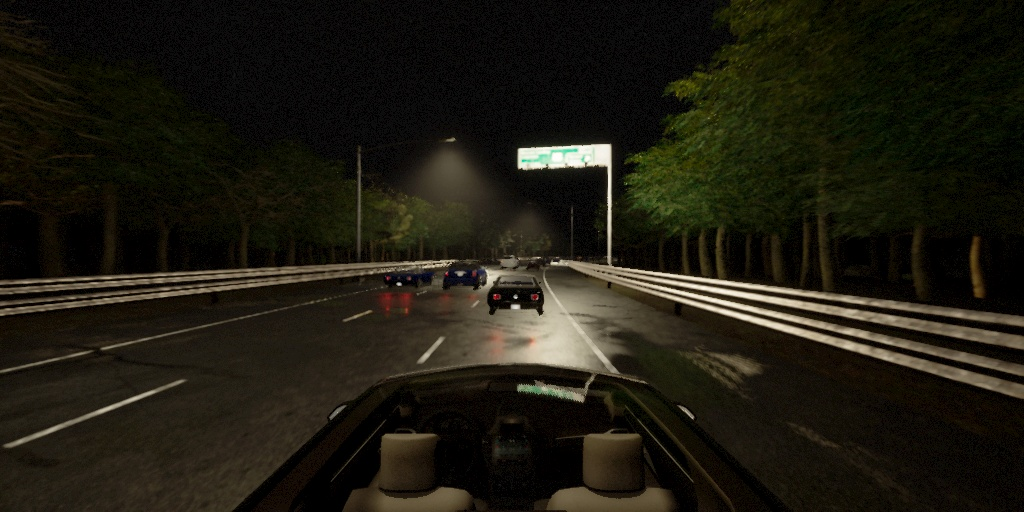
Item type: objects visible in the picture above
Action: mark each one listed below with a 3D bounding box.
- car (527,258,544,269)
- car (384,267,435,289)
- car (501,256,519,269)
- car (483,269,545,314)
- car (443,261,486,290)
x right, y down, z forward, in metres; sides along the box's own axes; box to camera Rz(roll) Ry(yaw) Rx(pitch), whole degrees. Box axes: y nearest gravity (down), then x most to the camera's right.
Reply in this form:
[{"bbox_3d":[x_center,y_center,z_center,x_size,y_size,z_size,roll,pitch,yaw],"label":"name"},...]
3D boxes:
[{"bbox_3d":[3.269,1.284,53.921,2.033,1.411,5.357,0,0,7],"label":"car"},{"bbox_3d":[-6.436,1.332,23.085,1.895,1.301,4.718,1,0,3],"label":"car"},{"bbox_3d":[-0.295,0.950,53.513,2.150,2.045,5.566,0,0,7],"label":"car"},{"bbox_3d":[0.193,1.351,13.750,1.895,1.301,4.718,0,0,2],"label":"car"},{"bbox_3d":[-2.853,1.093,22.673,2.097,1.767,4.553,0,0,3],"label":"car"}]
